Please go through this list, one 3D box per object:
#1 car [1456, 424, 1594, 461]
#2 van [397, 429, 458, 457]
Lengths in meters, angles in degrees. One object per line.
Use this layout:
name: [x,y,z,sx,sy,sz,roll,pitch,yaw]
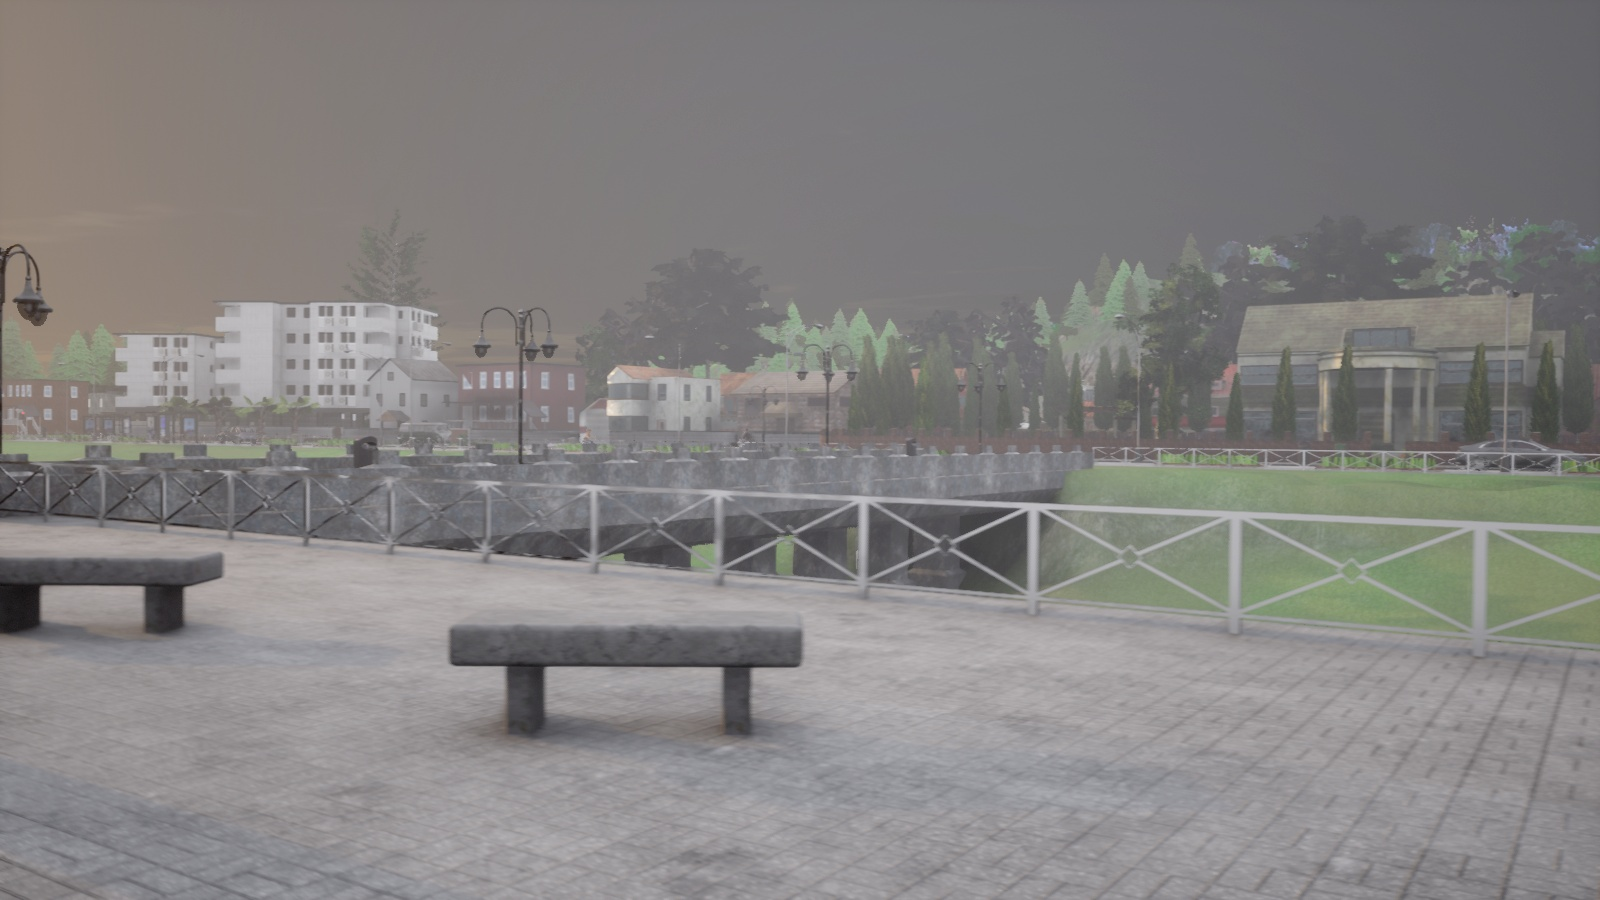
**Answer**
car: [30.633,-0.315,53.103,4.902,1.511,2.128,0,1,34]
van: [-27.175,-0.519,91.524,4.442,1.987,1.775,0,1,34]
